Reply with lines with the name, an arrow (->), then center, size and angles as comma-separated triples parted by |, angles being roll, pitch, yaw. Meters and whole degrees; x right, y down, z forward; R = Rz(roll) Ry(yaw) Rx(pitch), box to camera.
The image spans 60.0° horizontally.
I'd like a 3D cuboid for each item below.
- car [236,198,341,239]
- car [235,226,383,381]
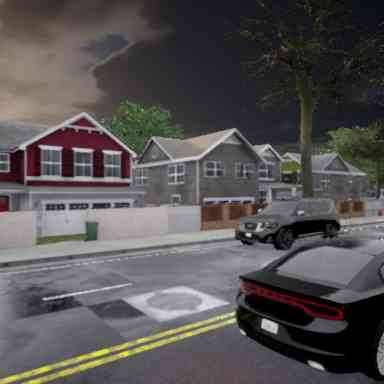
car -> 4.496, 1.337, 15.044 | 5.566, 2.045, 2.150 | -1, 0, -36
car -> 2.963, 1.518, 5.612 | 5.008, 1.535, 1.882 | 0, -1, -36
